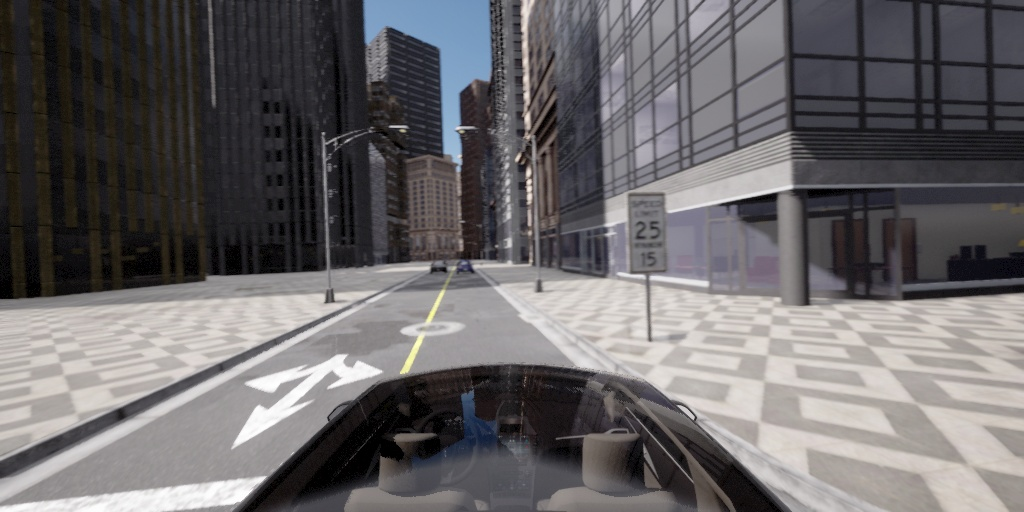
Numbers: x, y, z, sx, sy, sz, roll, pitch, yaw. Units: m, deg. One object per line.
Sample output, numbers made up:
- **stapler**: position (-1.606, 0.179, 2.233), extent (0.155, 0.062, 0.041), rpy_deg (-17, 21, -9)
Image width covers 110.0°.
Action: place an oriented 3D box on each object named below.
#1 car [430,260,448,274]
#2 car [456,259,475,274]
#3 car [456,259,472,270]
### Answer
- **car**: position (-8.691, 1.285, 42.895), extent (1.882, 1.535, 5.008), rpy_deg (-2, 0, -8)
- **car**: position (-5.201, 1.230, 39.929), extent (1.812, 1.442, 4.674), rpy_deg (-2, 0, -8)
- **car**: position (-6.933, 1.189, 51.937), extent (2.128, 1.511, 4.902), rpy_deg (-2, 0, -8)
